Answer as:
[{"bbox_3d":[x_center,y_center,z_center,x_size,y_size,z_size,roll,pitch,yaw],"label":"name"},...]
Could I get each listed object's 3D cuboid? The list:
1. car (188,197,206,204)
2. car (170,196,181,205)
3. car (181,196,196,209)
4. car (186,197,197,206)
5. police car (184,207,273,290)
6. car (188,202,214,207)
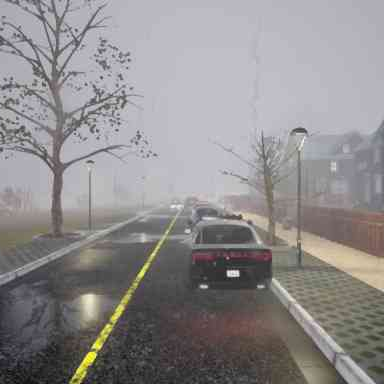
[{"bbox_3d":[0.807,1.459,25.298,1.801,1.575,5.366,0,0,0],"label":"car"},{"bbox_3d":[-2.794,1.518,58.603,2.128,1.511,4.902,0,0,0],"label":"car"},{"bbox_3d":[-0.015,1.367,45.845,2.097,1.767,4.553,0,0,0],"label":"car"},{"bbox_3d":[-0.042,1.551,56.936,1.812,1.442,4.674,0,0,0],"label":"car"},{"bbox_3d":[0.819,1.425,9.218,1.930,1.638,5.238,0,0,0],"label":"police car"},{"bbox_3d":[0.811,1.527,19.108,1.812,1.442,4.674,0,0,0],"label":"car"}]
